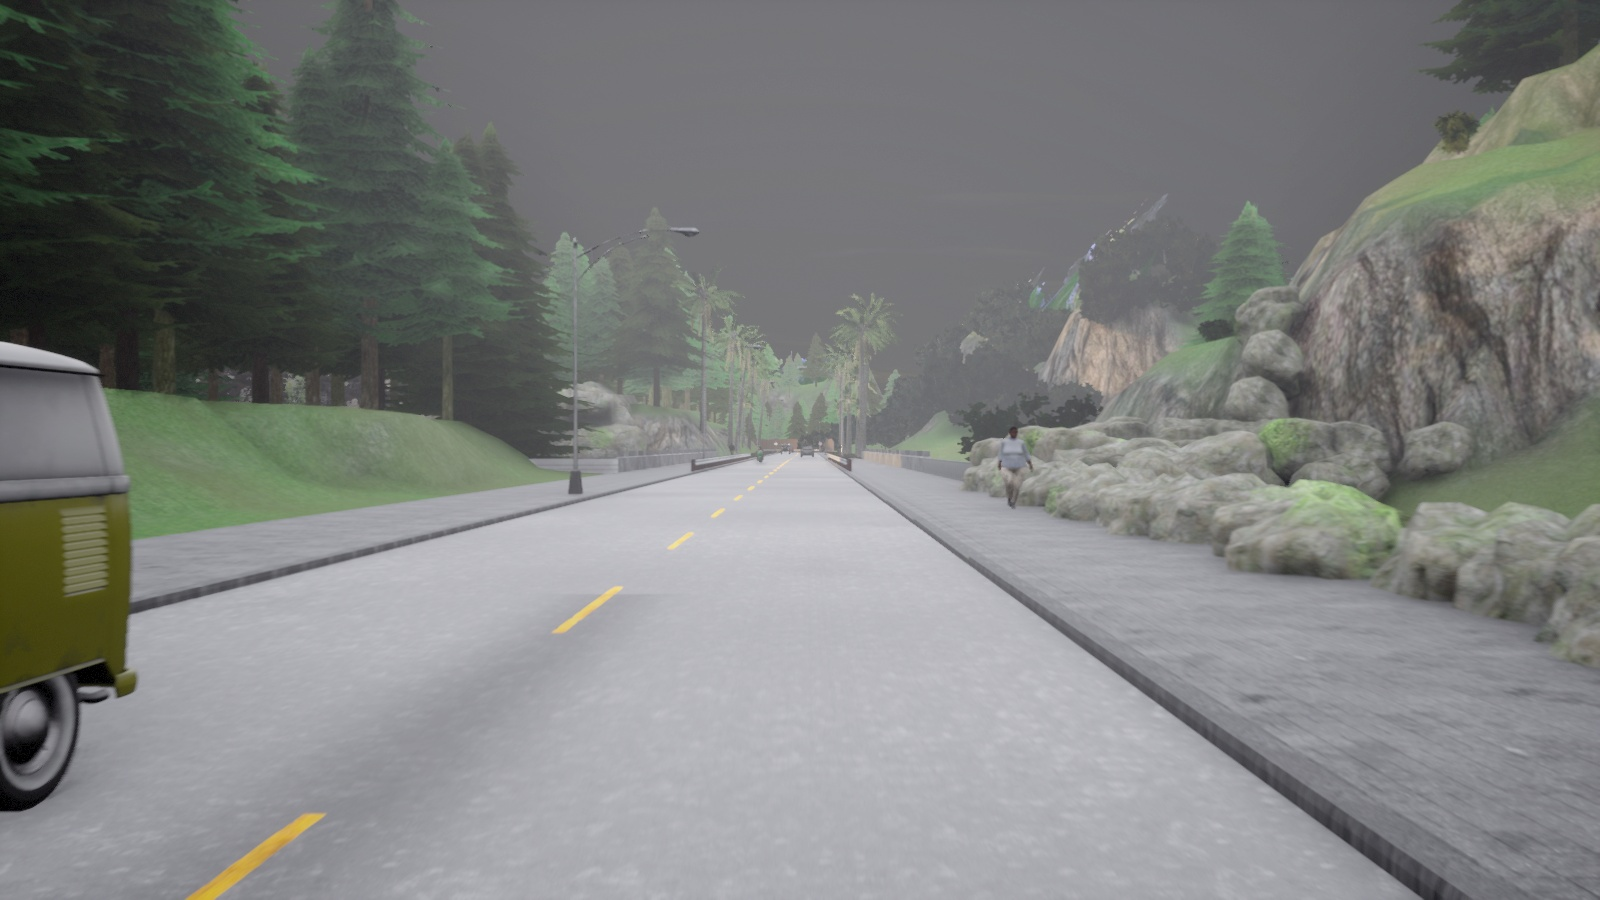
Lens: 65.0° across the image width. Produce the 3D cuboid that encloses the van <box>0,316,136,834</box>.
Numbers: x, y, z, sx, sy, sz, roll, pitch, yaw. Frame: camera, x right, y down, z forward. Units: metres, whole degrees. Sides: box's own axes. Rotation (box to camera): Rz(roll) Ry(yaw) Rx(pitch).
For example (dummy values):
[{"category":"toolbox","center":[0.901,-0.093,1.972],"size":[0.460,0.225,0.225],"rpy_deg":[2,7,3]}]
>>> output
[{"category":"van","center":[-3.964,0.484,3.576],"size":[1.775,1.987,4.442],"rpy_deg":[0,0,0]}]

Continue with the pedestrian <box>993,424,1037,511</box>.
[{"category":"pedestrian","center":[4.652,0.378,27.268],"size":[0.874,1.855,0.900],"rpy_deg":[0,0,5]}]
